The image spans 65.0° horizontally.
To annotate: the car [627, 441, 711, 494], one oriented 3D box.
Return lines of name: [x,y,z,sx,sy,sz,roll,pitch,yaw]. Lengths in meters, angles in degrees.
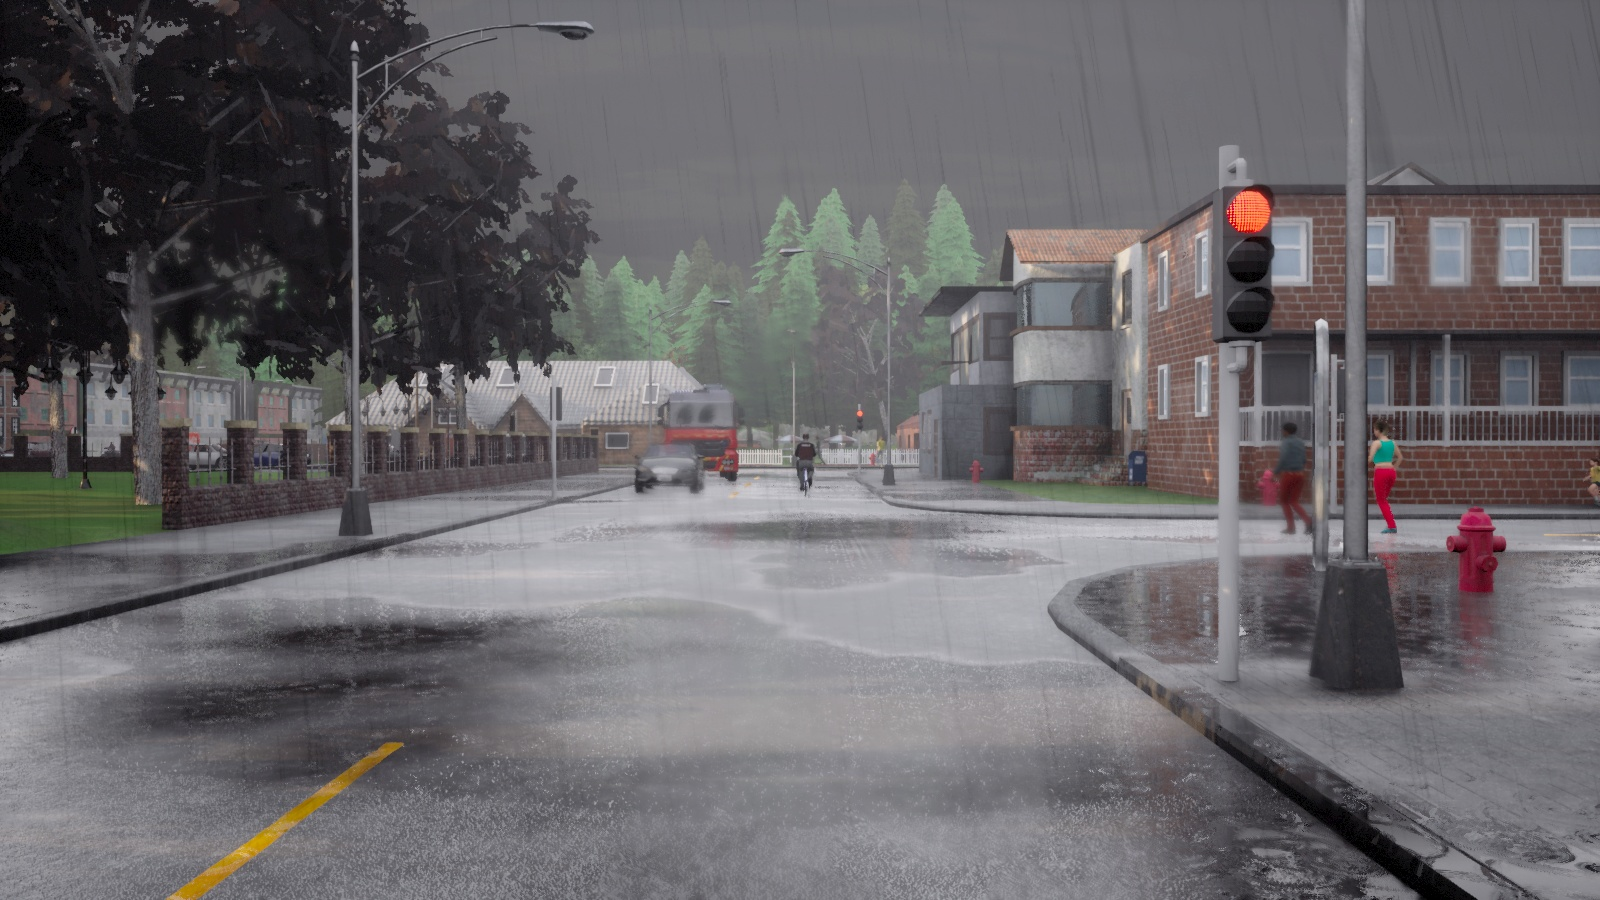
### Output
car: [-3.897,0.485,38.067,2.128,1.511,4.902,0,0,-1]

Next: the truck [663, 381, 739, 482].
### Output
truck: [-4.005,-0.714,51.989,2.891,3.827,8.468,0,0,-3]

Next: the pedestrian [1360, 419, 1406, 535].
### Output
pedestrian: [9.381,0.430,20.218,0.345,1.836,0.594,0,0,-18]

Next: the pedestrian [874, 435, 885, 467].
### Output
pedestrian: [4.643,0.061,73.363,0.354,1.836,0.706,0,0,-20]

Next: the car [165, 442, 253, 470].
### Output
car: [-31.765,0.305,67.616,3.806,1.475,1.970,0,0,-1]

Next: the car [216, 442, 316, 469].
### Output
car: [-30.423,0.317,71.664,4.792,1.488,2.163,0,0,0]

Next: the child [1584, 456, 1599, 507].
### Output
child: [17.471,0.695,27.543,0.394,1.110,0.255,0,0,2]

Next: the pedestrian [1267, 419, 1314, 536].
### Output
pedestrian: [7.844,0.429,20.105,0.353,1.847,0.614,0,0,-27]
